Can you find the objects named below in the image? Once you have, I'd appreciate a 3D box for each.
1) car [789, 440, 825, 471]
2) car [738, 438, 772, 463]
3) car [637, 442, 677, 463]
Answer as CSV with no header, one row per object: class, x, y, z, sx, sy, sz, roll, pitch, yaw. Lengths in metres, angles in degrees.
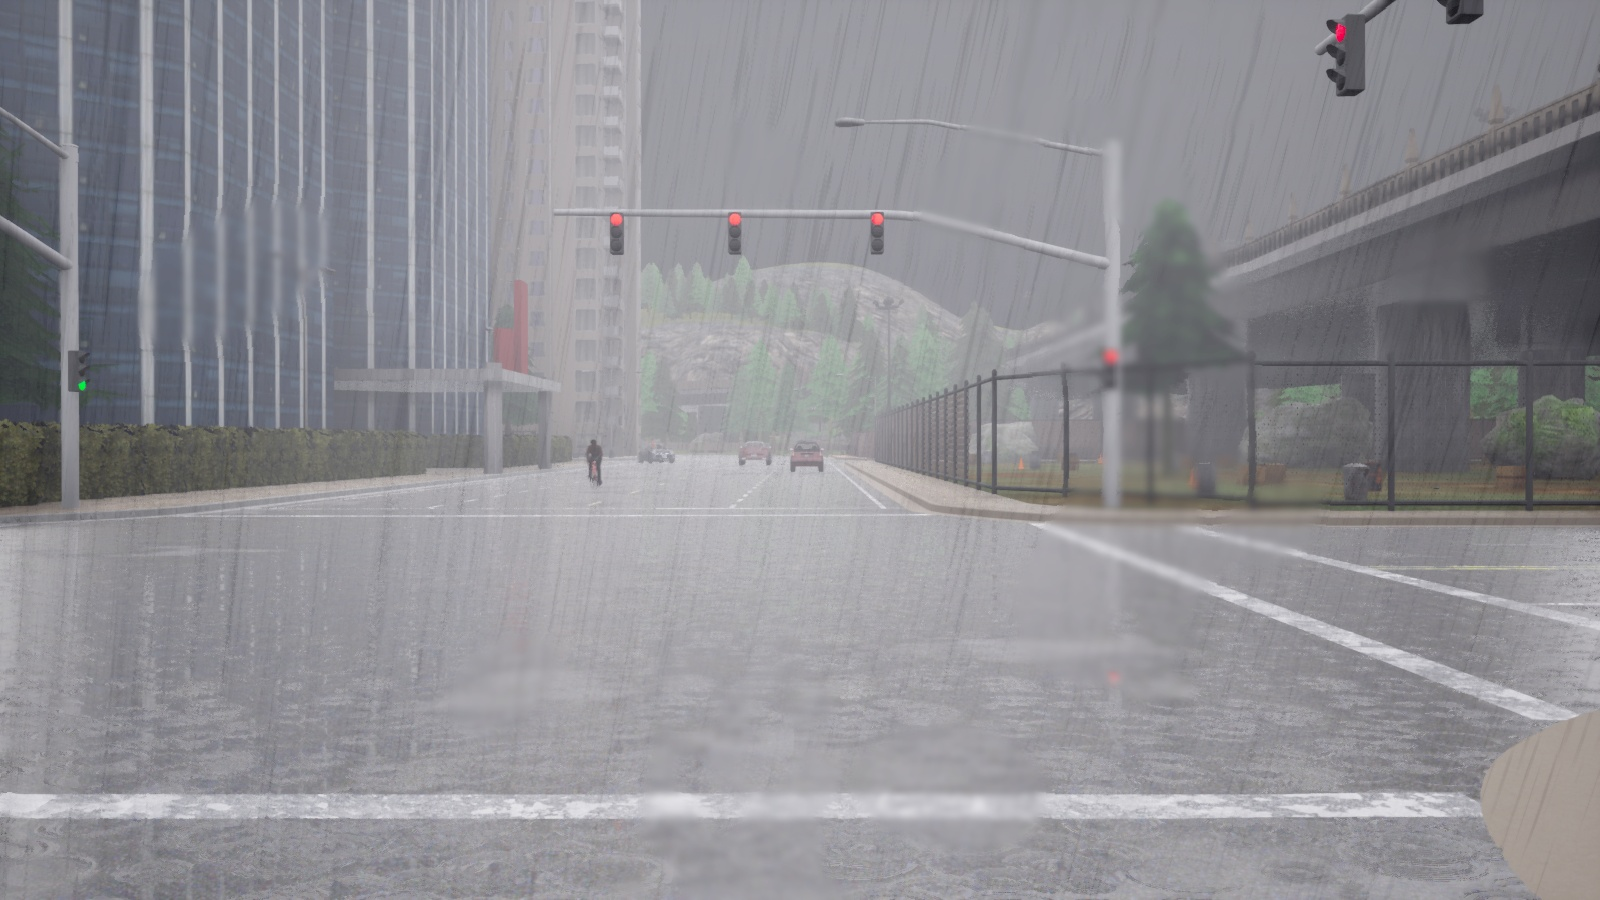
car,0.363,0.269,66.583,1.851,1.617,3.988,0,0,0
car,-3.036,0.039,85.718,2.152,1.651,5.027,0,0,0
car,-10.544,0.184,92.581,1.970,1.475,3.806,0,0,-22
